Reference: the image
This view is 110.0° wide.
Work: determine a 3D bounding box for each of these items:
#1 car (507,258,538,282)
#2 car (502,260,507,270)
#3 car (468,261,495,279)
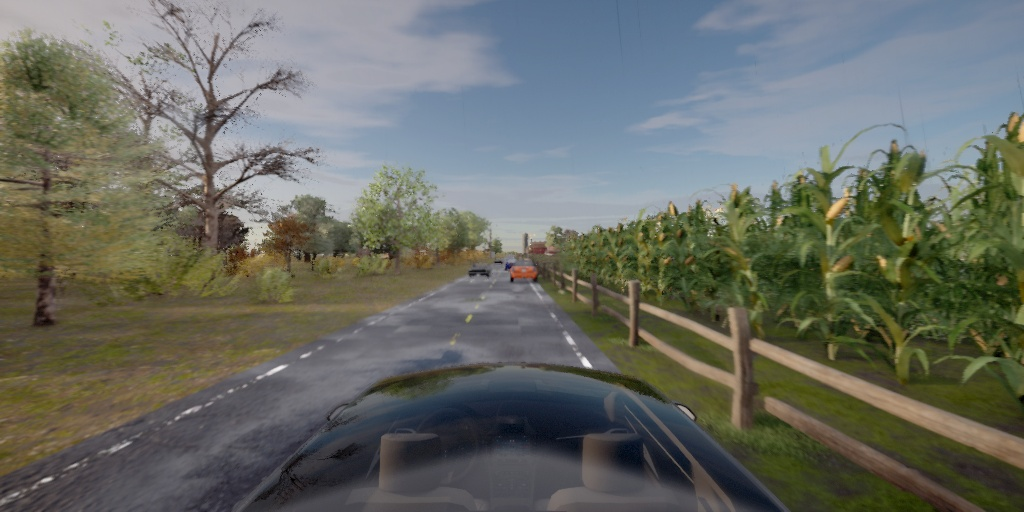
[{"bbox_3d":[0.898,1.074,28.528,2.097,1.767,4.553,0,0,1],"label":"car"},{"bbox_3d":[0.020,1.158,49.676,1.882,1.535,5.008,0,0,0],"label":"car"},{"bbox_3d":[-2.850,1.317,32.615,1.895,1.301,4.718,0,0,0],"label":"car"}]
